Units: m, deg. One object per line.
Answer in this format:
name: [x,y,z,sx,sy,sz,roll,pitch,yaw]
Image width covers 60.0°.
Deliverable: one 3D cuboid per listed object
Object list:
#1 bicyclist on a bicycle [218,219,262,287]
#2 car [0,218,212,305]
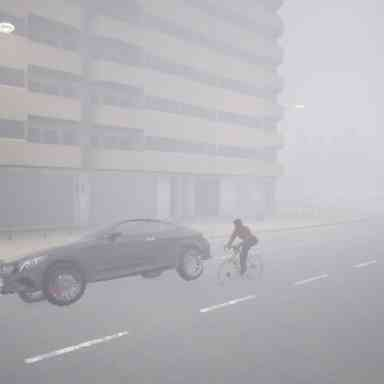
bicyclist on a bicycle: [1.234,1.484,8.239,1.656,1.620,0.582,0,1,-40]
car: [-1.598,1.357,7.359,4.674,1.442,1.812,1,-15,-41]
